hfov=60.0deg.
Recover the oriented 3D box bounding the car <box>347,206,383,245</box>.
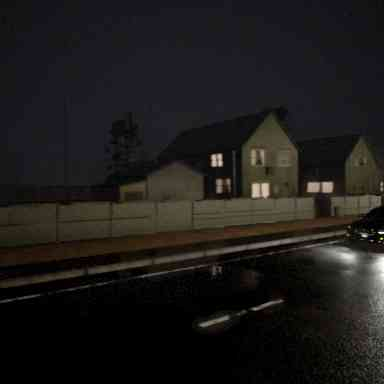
[{"bbox_3d":[8.301,1.349,13.734,4.892,1.490,1.837,0,1,-37],"label":"car"}]
